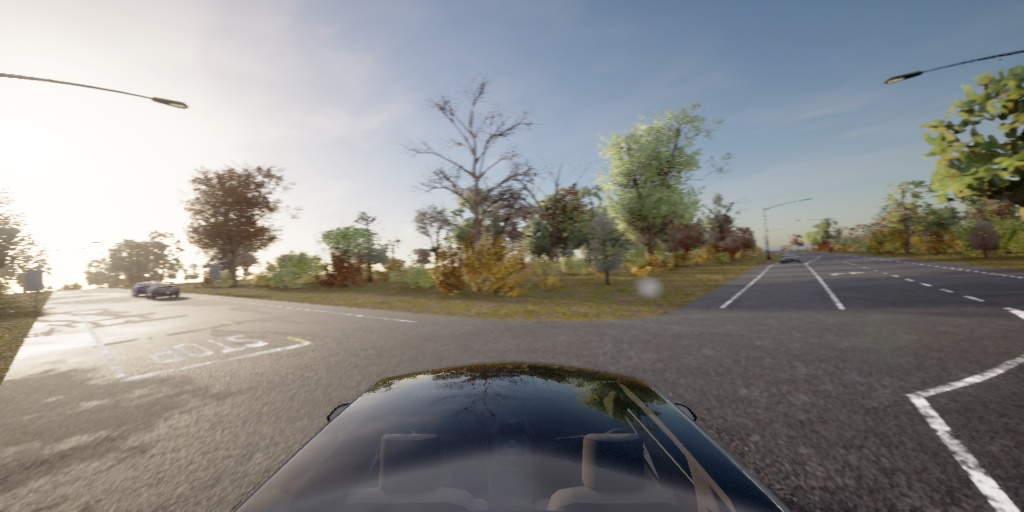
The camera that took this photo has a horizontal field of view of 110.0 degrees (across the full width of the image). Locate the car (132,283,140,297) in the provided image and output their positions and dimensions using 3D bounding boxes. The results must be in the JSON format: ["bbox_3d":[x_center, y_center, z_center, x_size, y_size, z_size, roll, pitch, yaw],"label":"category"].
[{"bbox_3d":[-40.988,3.666,40.171,5.008,1.535,1.882,-3,-1,39],"label":"car"}]

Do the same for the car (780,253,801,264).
[{"bbox_3d":[37.443,0.342,48.244,1.994,1.385,4.181,-6,-3,41],"label":"car"}]

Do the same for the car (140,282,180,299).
[{"bbox_3d":[-32.739,3.198,33.631,4.902,1.511,2.128,-3,-1,38],"label":"car"}]
